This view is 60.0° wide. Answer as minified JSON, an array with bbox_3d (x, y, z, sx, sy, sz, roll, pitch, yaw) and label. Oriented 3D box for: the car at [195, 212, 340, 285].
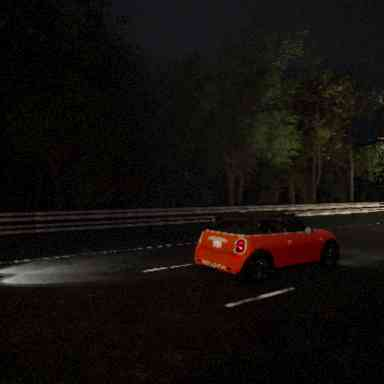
[{"bbox_3d":[2.368,1.371,9.836,4.553,1.767,2.097,0,0,-36],"label":"car"}]
